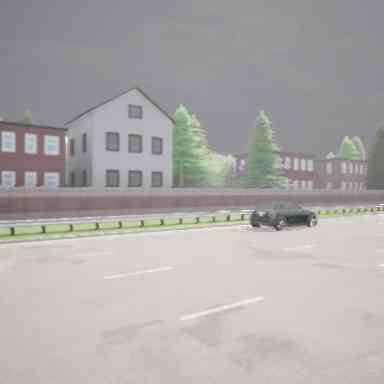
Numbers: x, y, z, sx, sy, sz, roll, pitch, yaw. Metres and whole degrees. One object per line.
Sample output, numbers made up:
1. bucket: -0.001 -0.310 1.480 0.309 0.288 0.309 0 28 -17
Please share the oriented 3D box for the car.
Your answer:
1. car: 5.799 1.358 20.777 4.553 1.767 2.097 0 0 -35
